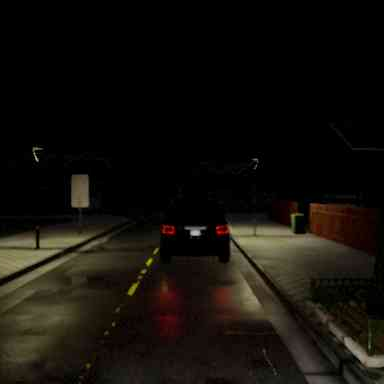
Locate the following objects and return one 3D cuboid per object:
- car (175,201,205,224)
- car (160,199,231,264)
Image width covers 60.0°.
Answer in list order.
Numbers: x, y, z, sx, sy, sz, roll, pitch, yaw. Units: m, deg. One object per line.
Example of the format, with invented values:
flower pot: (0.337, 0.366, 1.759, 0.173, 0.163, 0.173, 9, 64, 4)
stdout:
car: (-0.294, 1.553, 26.517, 1.837, 1.490, 4.892, 0, 0, -7)
car: (0.098, 1.245, 12.028, 2.150, 2.045, 5.566, 0, 0, 0)
